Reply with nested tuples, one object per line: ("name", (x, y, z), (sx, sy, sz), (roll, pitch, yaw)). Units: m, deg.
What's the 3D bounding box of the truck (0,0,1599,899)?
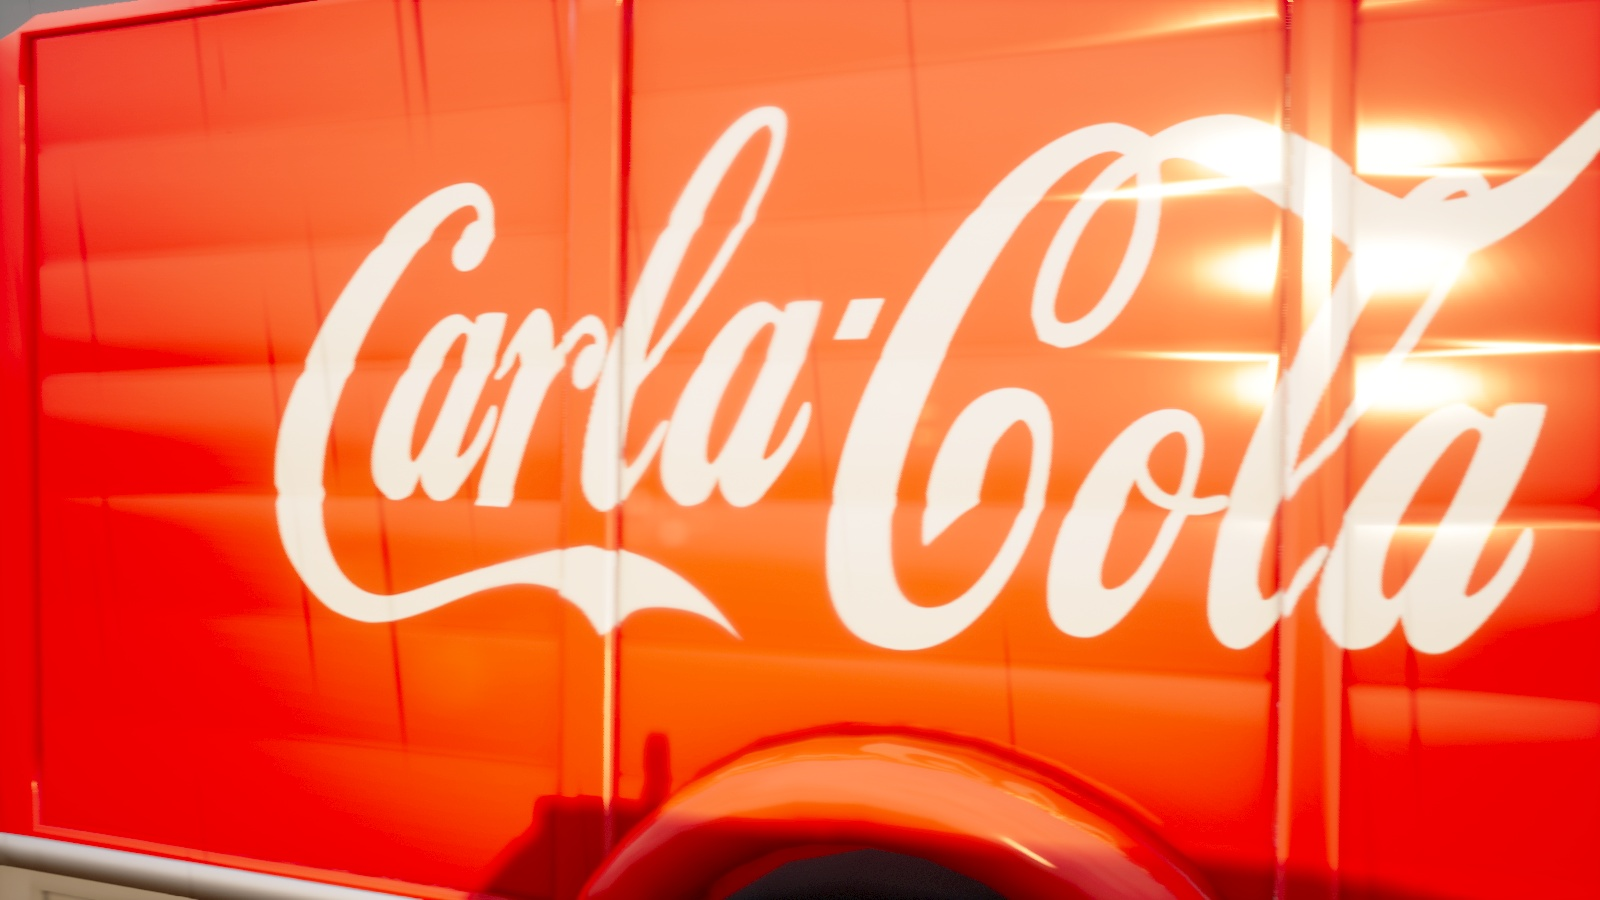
("truck", (-0.645, 0.280, 3.370), (5.204, 2.467, 2.627), (1, 1, 20))
